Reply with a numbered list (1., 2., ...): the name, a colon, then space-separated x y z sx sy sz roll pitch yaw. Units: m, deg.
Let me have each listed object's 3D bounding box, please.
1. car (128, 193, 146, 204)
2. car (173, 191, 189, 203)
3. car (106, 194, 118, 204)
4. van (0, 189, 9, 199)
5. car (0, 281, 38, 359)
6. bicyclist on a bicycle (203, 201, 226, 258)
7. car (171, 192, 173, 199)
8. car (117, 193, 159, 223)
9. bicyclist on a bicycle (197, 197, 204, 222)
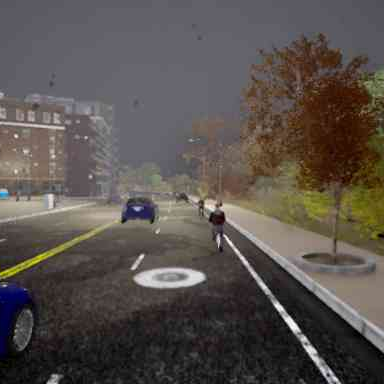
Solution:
1. car: -8.054 0.936 49.232 2.128 1.511 4.902 0 1 -4
2. car: -1.543 0.880 50.349 1.837 1.490 4.892 0 1 -4
3. car: -11.273 0.983 48.530 2.033 1.411 5.357 0 1 -6
4. van: -33.058 0.315 55.965 3.998 1.788 1.690 0 0 -33
5. car: -3.156 1.498 2.914 1.812 1.442 4.674 0 1 0
6. bicyclist on a bicycle: 0.841 1.228 11.198 0.659 1.776 1.843 0 1 -1
7. car: -3.351 0.471 71.038 2.097 1.767 4.553 0 1 -6
8. car: -3.451 1.082 22.777 2.097 1.767 4.553 0 1 -2
9. bicyclist on a bicycle: 0.619 1.176 22.234 0.582 1.620 1.656 0 0 -2
